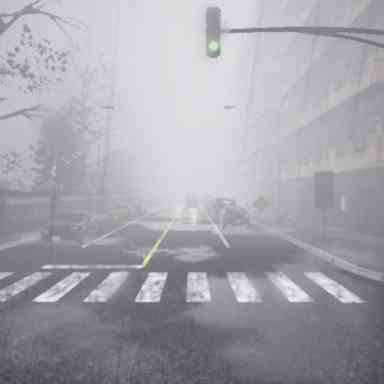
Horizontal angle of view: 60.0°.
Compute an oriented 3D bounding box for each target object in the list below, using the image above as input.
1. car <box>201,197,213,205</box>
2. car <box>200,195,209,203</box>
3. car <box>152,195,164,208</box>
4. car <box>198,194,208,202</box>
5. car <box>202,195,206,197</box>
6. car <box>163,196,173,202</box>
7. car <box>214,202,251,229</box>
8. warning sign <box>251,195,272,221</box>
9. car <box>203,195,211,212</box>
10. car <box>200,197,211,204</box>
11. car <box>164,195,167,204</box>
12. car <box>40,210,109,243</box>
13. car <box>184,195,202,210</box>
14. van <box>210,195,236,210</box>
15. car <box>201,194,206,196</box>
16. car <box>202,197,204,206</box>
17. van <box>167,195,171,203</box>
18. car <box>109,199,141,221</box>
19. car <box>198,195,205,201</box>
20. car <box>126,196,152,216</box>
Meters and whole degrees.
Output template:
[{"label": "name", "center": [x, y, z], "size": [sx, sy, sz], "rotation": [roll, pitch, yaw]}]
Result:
[{"label": "car", "center": [2.695, 1.643, 61.157], "size": [2.008, 1.369, 4.403], "rotation": [0, 0, 0]}, {"label": "car", "center": [2.696, 1.561, 72.416], "size": [1.967, 1.590, 4.097], "rotation": [0, 0, 0]}, {"label": "car", "center": [-5.685, 1.508, 49.898], "size": [1.967, 1.590, 4.097], "rotation": [0, 0, 0]}, {"label": "car", "center": [2.697, 1.470, 83.677], "size": [2.192, 1.841, 5.009], "rotation": [0, 0, 0]}, {"label": "car", "center": [2.695, 1.613, 49.896], "size": [1.887, 1.381, 4.507], "rotation": [0, 0, 0]}, {"label": "car", "center": [-5.684, 1.688, 78.046], "size": [2.008, 1.369, 4.403], "rotation": [0, 0, 0]}, {"label": "car", "center": [2.694, 1.566, 21.745], "size": [1.887, 1.381, 4.507], "rotation": [0, 0, 0]}, {"label": "warning sign", "center": [5.067, 1.140, 24.389], "size": [1.300, 1.860, 1.060], "rotation": [0, 0, 0]}, {"label": "car", "center": [2.695, 1.487, 38.636], "size": [1.967, 1.590, 4.097], "rotation": [0, 0, 0]}, {"label": "car", "center": [2.695, 1.651, 66.787], "size": [1.887, 1.381, 4.507], "rotation": [0, 0, 0]}, {"label": "car", "center": [-5.684, 1.520, 55.527], "size": [1.967, 1.590, 4.097], "rotation": [0, 0, 0]}, {"label": "car", "center": [-5.687, 1.580, 16.115], "size": [1.947, 1.339, 4.313], "rotation": [0, 0, 0]}, {"label": "car", "center": [0.002, 1.536, 44.831], "size": [1.882, 1.535, 5.008], "rotation": [0, 0, 0]}, {"label": "van", "center": [2.695, 1.370, 27.376], "size": [1.690, 1.788, 3.998], "rotation": [0, 0, 0]}, {"label": "car", "center": [2.696, 1.395, 55.526], "size": [2.192, 1.841, 5.009], "rotation": [0, 0, 0]}, {"label": "car", "center": [2.695, 1.608, 44.266], "size": [2.008, 1.369, 4.403], "rotation": [0, 0, 0]}, {"label": "van", "center": [-5.684, 1.447, 66.787], "size": [1.690, 1.788, 3.998], "rotation": [0, 0, 0]}, {"label": "car", "center": [-5.686, 1.554, 27.207], "size": [1.752, 1.417, 4.829], "rotation": [0, 0, 0]}, {"label": "car", "center": [2.697, 1.633, 94.937], "size": [1.967, 1.590, 4.097], "rotation": [0, 0, 0]}, {"label": "car", "center": [-5.686, 1.352, 33.007], "size": [2.192, 1.841, 5.009], "rotation": [0, 0, 0]}]
